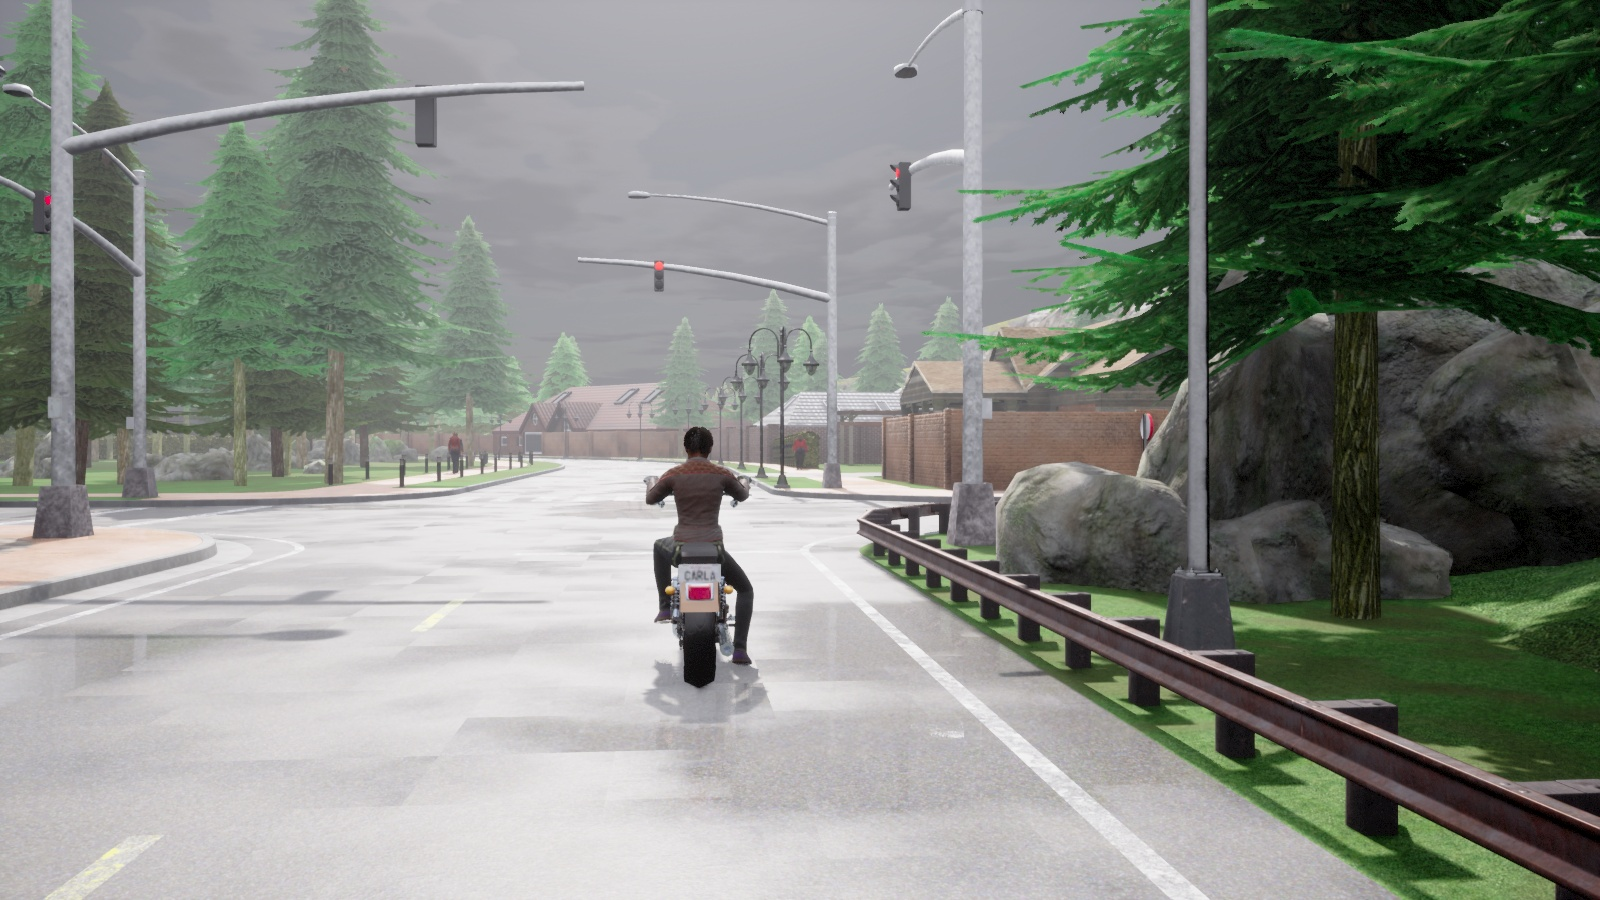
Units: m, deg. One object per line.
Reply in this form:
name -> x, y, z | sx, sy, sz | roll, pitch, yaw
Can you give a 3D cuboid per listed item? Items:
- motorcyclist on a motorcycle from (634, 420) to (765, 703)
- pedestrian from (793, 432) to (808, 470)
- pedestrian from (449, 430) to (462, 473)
motorcyclist on a motorcycle -> -0.693, 0.648, 8.534 | 0.766, 1.649, 2.350 | 0, 0, -5
pedestrian -> 0.017, 0.040, 60.575 | 0.634, 1.844, 0.899 | 0, 0, -5
pedestrian -> -14.661, 0.059, 53.372 | 0.331, 1.846, 0.636 | 0, 0, 5
